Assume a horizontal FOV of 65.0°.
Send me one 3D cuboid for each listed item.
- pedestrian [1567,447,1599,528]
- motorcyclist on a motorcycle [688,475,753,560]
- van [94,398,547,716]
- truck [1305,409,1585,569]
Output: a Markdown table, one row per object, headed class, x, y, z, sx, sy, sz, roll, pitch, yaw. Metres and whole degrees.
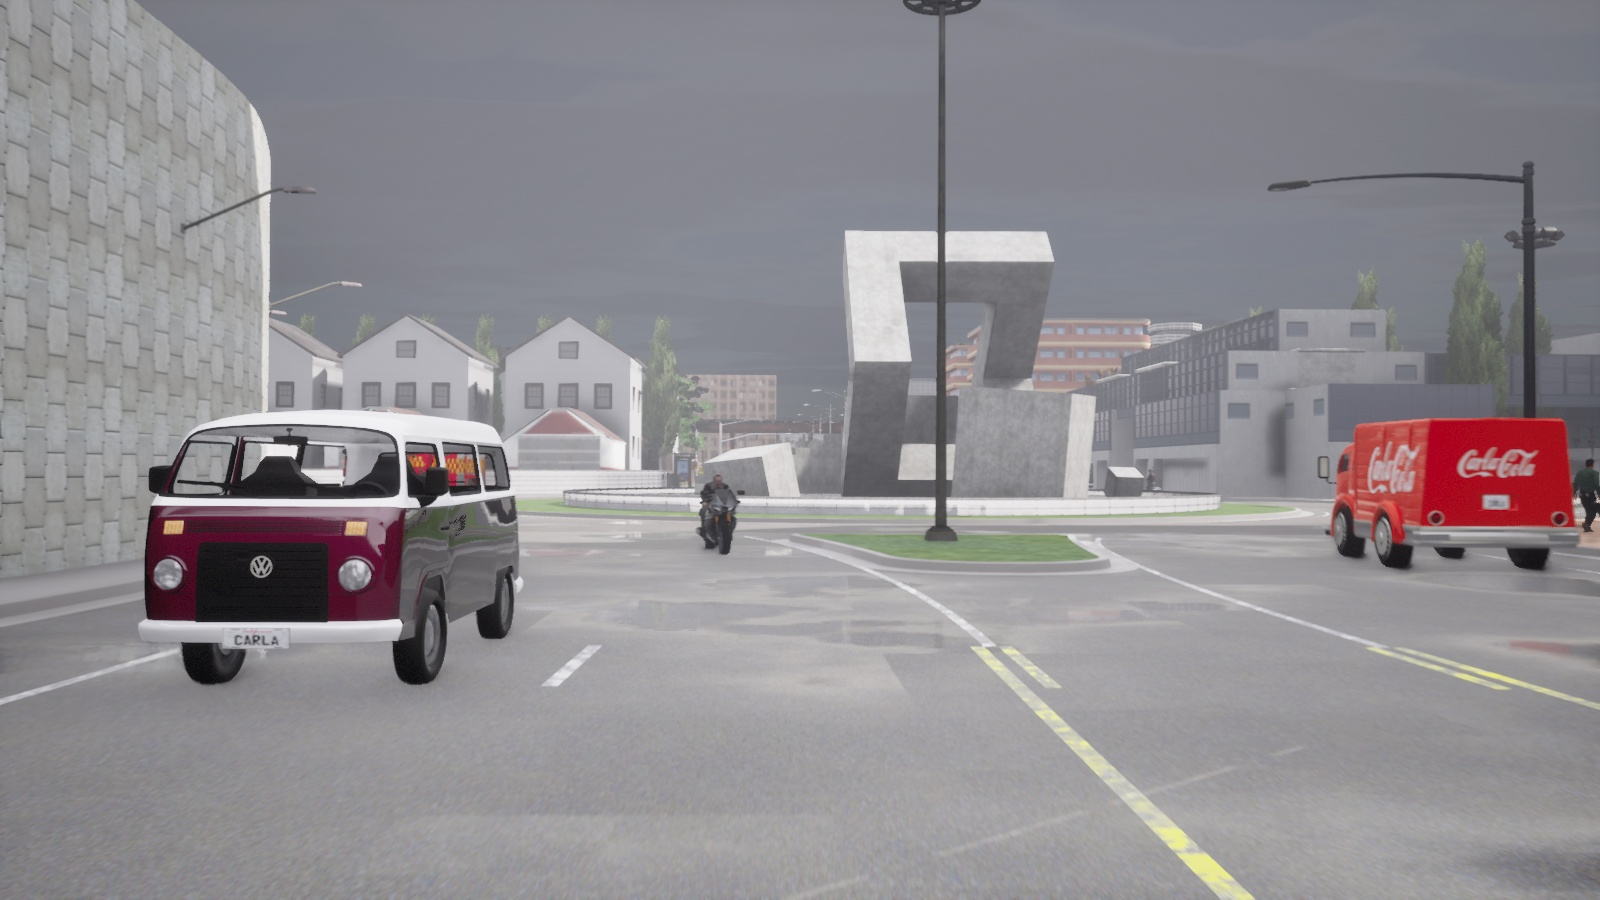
| class | x | y | z | sx | sy | sz | roll | pitch | yaw |
| --- | --- | --- | --- | --- | --- | --- | --- | --- | --- |
| pedestrian | 19.040 | 0.901 | 30.368 | 0.788 | 1.949 | 0.423 | 0 | -1 | -23 |
| motorcyclist on a motorcycle | -1.564 | 1.259 | 24.181 | 0.866 | 1.530 | 2.191 | 0 | -1 | -14 |
| van | -3.537 | 0.724 | 10.333 | 2.069 | 2.038 | 4.480 | 0 | -1 | -1 |
| truck | 11.070 | 0.654 | 22.154 | 2.627 | 2.467 | 5.204 | 0 | -1 | 6 |
